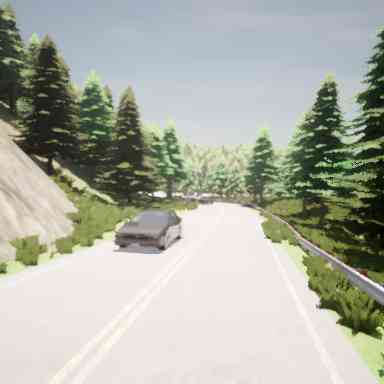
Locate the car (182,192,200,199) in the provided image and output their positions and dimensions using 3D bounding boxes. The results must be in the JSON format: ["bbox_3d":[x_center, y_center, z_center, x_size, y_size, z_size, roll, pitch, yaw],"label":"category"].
[{"bbox_3d":[0.004,1.116,70.905,2.150,2.045,5.566,-3,2,-40],"label":"car"}]

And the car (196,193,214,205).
[{"bbox_3d":[2.451,1.482,57.038,1.837,1.490,4.892,1,0,-9],"label":"car"}]

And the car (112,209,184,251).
[{"bbox_3d":[-1.574,1.473,14.284,2.033,1.411,5.357,2,0,9],"label":"car"}]
